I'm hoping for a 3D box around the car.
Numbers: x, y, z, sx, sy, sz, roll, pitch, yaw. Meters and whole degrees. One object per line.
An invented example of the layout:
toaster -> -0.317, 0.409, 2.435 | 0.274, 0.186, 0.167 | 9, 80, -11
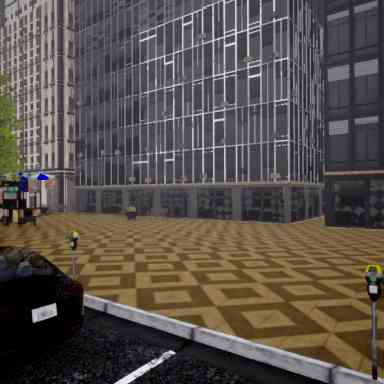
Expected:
car -> -3.557, 1.566, 5.423 | 4.313, 1.339, 1.947 | 0, 0, 36
